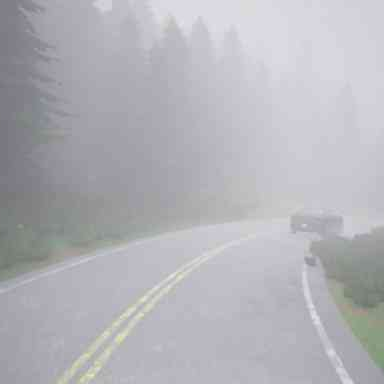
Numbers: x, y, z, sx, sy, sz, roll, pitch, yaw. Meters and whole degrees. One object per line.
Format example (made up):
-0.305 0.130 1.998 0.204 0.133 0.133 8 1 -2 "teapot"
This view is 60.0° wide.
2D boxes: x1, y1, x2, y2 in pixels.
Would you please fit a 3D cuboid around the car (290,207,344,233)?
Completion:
7.354 1.627 19.295 1.882 1.535 5.008 4 2 37 "car"
